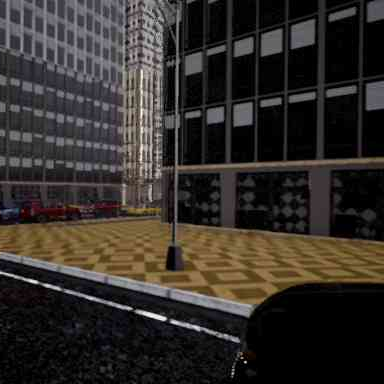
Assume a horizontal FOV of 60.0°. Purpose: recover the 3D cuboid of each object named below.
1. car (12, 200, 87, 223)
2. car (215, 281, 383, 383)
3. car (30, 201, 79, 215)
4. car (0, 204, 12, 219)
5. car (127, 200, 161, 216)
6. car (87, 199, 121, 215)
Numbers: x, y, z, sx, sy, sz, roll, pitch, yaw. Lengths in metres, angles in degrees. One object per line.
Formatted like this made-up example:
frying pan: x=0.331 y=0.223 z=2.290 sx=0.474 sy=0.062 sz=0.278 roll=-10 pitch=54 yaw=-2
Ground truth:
car: x=-11.823 y=1.605 z=27.912 sx=2.192 sy=1.841 sz=5.009 roll=0 pitch=0 yaw=37
car: x=2.817 y=1.216 z=1.672 sx=5.566 sy=2.045 sz=2.150 roll=0 pitch=0 yaw=36
car: x=-15.309 y=1.756 z=37.291 sx=1.752 sy=1.417 sz=4.829 roll=0 pitch=0 yaw=37
car: x=-16.273 y=1.767 z=31.617 sx=2.033 sy=1.411 sz=5.357 roll=1 pitch=0 yaw=37
car: x=-5.013 y=1.916 z=37.115 sx=1.752 sy=1.417 sz=4.829 roll=0 pitch=0 yaw=37
car: x=-10.643 y=1.654 z=39.220 sx=2.097 sy=1.767 sz=4.553 roll=1 pitch=0 yaw=37
